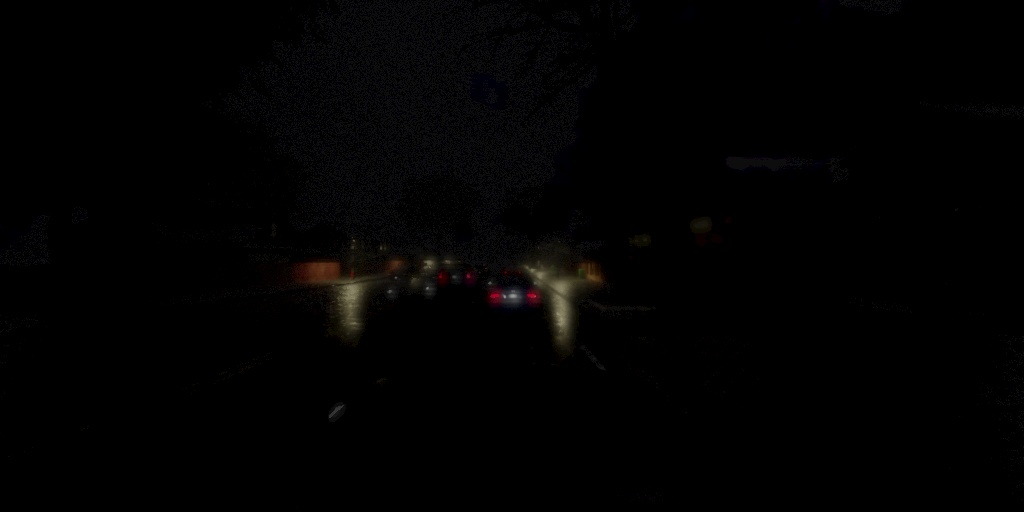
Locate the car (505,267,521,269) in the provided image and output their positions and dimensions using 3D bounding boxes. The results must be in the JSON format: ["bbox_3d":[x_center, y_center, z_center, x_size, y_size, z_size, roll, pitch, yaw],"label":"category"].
[{"bbox_3d":[0.105,1.672,33.782,1.895,1.301,4.718,0,-1,0],"label":"car"}]

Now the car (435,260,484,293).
[{"bbox_3d":[-3.146,1.295,22.369,2.097,1.767,4.553,0,-1,0],"label":"car"}]

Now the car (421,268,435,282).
[{"bbox_3d":[-6.593,1.617,33.652,2.033,1.411,5.357,0,-1,0],"label":"car"}]

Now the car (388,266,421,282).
[{"bbox_3d":[-9.843,1.617,33.618,2.033,1.411,5.357,0,-1,0],"label":"car"}]

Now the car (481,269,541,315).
[{"bbox_3d":[0.099,1.409,14.188,2.033,1.411,5.357,0,-1,0],"label":"car"}]

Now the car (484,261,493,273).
[{"bbox_3d":[-3.142,1.633,39.708,2.128,1.511,4.902,0,-1,0],"label":"car"}]

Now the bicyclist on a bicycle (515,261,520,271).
[{"bbox_3d":[0.904,1.684,53.870,0.659,1.776,1.843,0,0,0],"label":"bicyclist on a bicycle"}]
